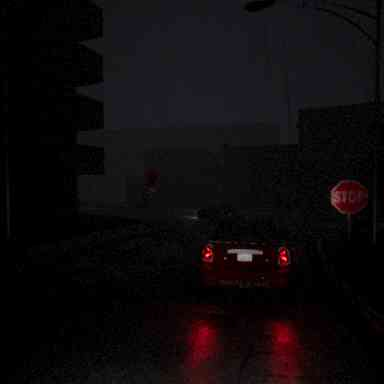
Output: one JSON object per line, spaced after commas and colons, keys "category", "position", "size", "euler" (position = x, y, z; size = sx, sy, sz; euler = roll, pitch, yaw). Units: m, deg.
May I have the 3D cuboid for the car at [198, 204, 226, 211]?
{"category": "car", "position": [2.020, 1.634, 26.894], "size": [1.994, 1.385, 4.181], "euler": [1, 0, -25]}

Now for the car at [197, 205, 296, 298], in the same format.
{"category": "car", "position": [1.522, 1.395, 9.001], "size": [2.097, 1.767, 4.553], "euler": [0, 0, 11]}
